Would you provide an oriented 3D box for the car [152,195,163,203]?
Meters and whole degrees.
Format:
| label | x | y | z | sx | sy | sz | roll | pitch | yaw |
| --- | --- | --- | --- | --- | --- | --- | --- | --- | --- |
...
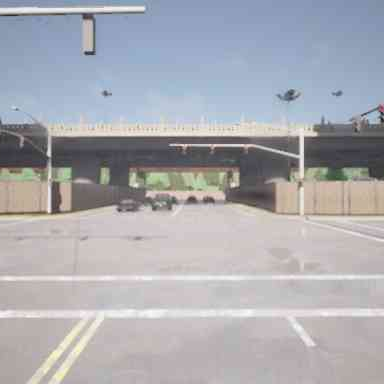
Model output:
| label | x | y | z | sx | sy | sz | roll | pitch | yaw |
| --- | --- | --- | --- | --- | --- | --- | --- | --- | --- |
| car | -7.004 | 1.450 | 68.529 | 1.837 | 1.490 | 4.892 | 0 | 0 | 0 |

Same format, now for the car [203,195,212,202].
| label | x | y | z | sx | sy | sz | roll | pitch | yaw |
| --- | --- | --- | --- | --- | --- | --- | --- | --- | --- |
| car | 3.496 | 1.507 | 76.125 | 1.994 | 1.385 | 4.181 | 0 | 0 | 0 |

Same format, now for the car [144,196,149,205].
| label | x | y | z | sx | sy | sz | roll | pitch | yaw |
| --- | --- | --- | --- | --- | --- | --- | --- | --- | --- |
| car | -7.069 | 1.474 | 53.509 | 1.837 | 1.490 | 4.892 | 0 | 0 | 0 |

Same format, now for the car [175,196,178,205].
| label | x | y | z | sx | sy | sz | roll | pitch | yaw |
| --- | --- | --- | --- | --- | --- | --- | --- | --- | --- |
| car | -3.525 | 1.472 | 58.682 | 1.837 | 1.490 | 4.892 | 0 | 0 | 0 |

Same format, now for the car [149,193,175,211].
| label | x | y | z | sx | sy | sz | roll | pitch | yaw |
| --- | --- | --- | --- | --- | --- | --- | --- | --- | --- |
| car | -3.595 | 1.196 | 40.382 | 2.150 | 2.045 | 5.566 | 0 | 0 | -1 |

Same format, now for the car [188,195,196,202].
| label | x | y | z | sx | sy | sz | roll | pitch | yaw |
| --- | --- | --- | --- | --- | --- | --- | --- | --- | --- |
| car | -0.004 | 1.454 | 76.125 | 1.837 | 1.490 | 4.892 | 0 | 0 | 0 |

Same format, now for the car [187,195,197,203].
| label | x | y | z | sx | sy | sz | roll | pitch | yaw |
| --- | --- | --- | --- | --- | --- | --- | --- | --- | --- |
| car | -0.004 | 1.466 | 65.763 | 1.837 | 1.490 | 4.892 | 0 | 0 | 0 |

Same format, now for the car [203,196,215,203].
| label | x | y | z | sx | sy | sz | roll | pitch | yaw |
| --- | --- | --- | --- | --- | --- | --- | --- | --- | --- |
| car | 3.496 | 1.487 | 66.139 | 1.812 | 1.442 | 4.674 | 0 | 0 | 0 |

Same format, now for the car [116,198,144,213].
| label | x | y | z | sx | sy | sz | roll | pitch | yaw |
| --- | --- | --- | --- | --- | --- | --- | --- | --- | --- |
| car | -7.094 | 1.525 | 37.477 | 2.033 | 1.411 | 5.357 | 0 | 0 | 0 |
